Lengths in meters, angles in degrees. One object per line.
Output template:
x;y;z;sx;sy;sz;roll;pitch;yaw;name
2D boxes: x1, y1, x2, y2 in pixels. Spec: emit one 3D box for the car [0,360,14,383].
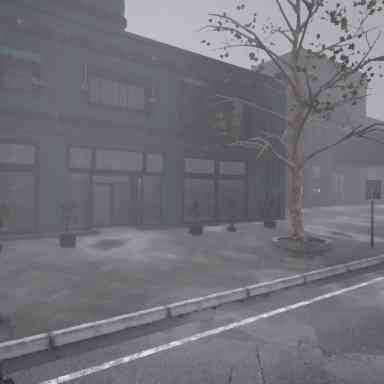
-3.412;1.547;0.933;5.357;1.411;2.033;0;0;-36;car
